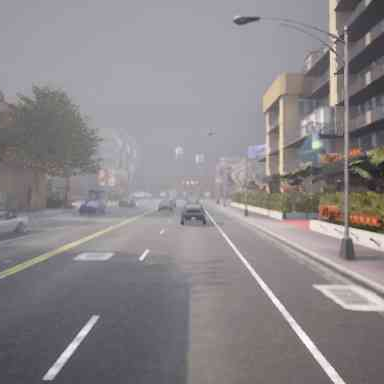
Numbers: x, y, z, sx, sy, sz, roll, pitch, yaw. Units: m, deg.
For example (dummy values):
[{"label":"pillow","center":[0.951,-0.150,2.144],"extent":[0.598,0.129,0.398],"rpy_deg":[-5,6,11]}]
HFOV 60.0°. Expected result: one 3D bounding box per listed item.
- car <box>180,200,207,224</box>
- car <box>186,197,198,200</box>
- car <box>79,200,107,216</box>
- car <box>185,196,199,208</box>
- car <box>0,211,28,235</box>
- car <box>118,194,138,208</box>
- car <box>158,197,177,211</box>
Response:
[{"label":"car","center":[0.101,1.629,25.971],"extent":[1.837,1.490,4.892],"rpy_deg":[0,0,0]},{"label":"car","center":[0.092,1.568,44.940],"extent":[2.097,1.767,4.553],"rpy_deg":[0,0,0]},{"label":"car","center":[-10.594,1.649,35.738],"extent":[1.882,1.535,5.008],"rpy_deg":[0,0,0]},{"label":"car","center":[0.001,1.614,54.749],"extent":[2.097,1.767,4.553],"rpy_deg":[0,0,0]},{"label":"car","center":[-10.600,1.685,17.433],"extent":[1.895,1.301,4.718],"rpy_deg":[0,0,0]},{"label":"car","center":[-10.559,1.611,54.160],"extent":[2.097,1.767,4.553],"rpy_deg":[0,0,0]},{"label":"car","center":[-3.397,1.757,43.751],"extent":[2.033,1.411,5.357],"rpy_deg":[0,0,0]}]
